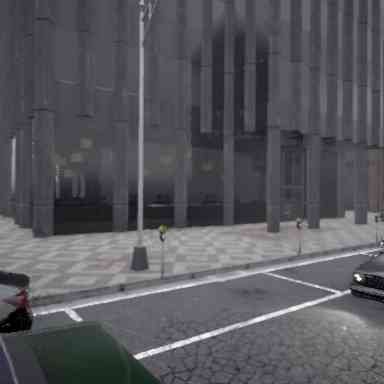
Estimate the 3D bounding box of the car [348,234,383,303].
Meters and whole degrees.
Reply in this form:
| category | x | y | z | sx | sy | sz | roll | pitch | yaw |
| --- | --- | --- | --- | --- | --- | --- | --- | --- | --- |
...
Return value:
| category | x | y | z | sx | sy | sz | roll | pitch | yaw |
| --- | --- | --- | --- | --- | --- | --- | --- | --- | --- |
| car | 5.783 | 1.617 | 7.494 | 5.357 | 1.411 | 2.033 | 1 | 0 | -35 |

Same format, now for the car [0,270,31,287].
| category | x | y | z | sx | sy | sz | roll | pitch | yaw |
| --- | --- | --- | --- | --- | --- | --- | --- | --- | --- |
| car | -4.124 | 1.556 | 3.708 | 4.313 | 1.339 | 1.947 | 1 | 0 | -35 |

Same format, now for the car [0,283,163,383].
| category | x | y | z | sx | sy | sz | roll | pitch | yaw |
| --- | --- | --- | --- | --- | --- | --- | --- | --- | --- |
| car | -2.434 | 1.593 | 1.649 | 4.718 | 1.301 | 1.895 | 1 | 0 | -35 |
